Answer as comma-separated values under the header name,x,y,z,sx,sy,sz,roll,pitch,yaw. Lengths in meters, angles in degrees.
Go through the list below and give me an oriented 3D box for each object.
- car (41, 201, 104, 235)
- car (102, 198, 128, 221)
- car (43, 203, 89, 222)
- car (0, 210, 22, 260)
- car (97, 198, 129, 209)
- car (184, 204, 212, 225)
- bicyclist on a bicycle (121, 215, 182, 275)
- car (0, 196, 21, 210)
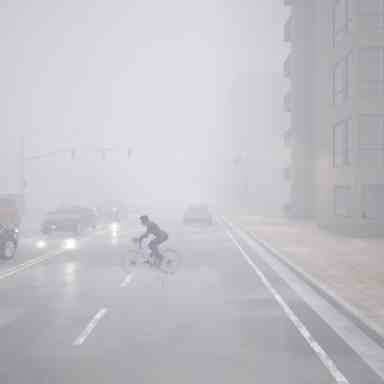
name,x,y,z,sx,sy,sz,roll,pitch,yaw
car,-6.822,1.505,18.978,1.837,1.490,4.892,0,0,1
car,-6.629,1.352,27.147,2.097,1.767,4.553,0,0,1
car,-10.130,1.601,27.137,1.895,1.301,4.718,0,0,1
car,-6.976,1.505,9.674,1.837,1.490,4.892,0,0,1
car,-10.909,1.564,46.002,4.181,1.385,1.994,0,0,35
car,0.427,1.564,24.048,1.994,1.385,4.181,0,0,1
bicyclist on a bicycle,-1.116,1.451,9.035,1.656,1.620,0.582,-2,0,1
car,-10.380,1.222,15.880,2.150,2.045,5.566,0,0,1
